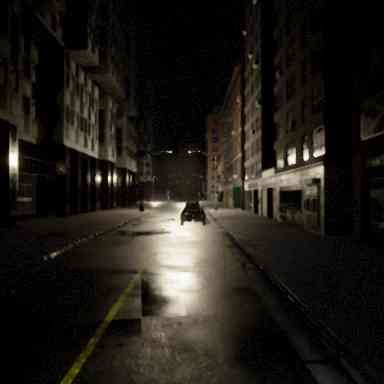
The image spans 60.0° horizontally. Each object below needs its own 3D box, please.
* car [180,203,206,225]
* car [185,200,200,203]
[{"bbox_3d":[0.081,1.789,25.939,1.895,1.301,4.718,0,0,0],"label":"car"},{"bbox_3d":[0.069,1.798,44.267,1.882,1.535,5.008,0,-1,0],"label":"car"}]
